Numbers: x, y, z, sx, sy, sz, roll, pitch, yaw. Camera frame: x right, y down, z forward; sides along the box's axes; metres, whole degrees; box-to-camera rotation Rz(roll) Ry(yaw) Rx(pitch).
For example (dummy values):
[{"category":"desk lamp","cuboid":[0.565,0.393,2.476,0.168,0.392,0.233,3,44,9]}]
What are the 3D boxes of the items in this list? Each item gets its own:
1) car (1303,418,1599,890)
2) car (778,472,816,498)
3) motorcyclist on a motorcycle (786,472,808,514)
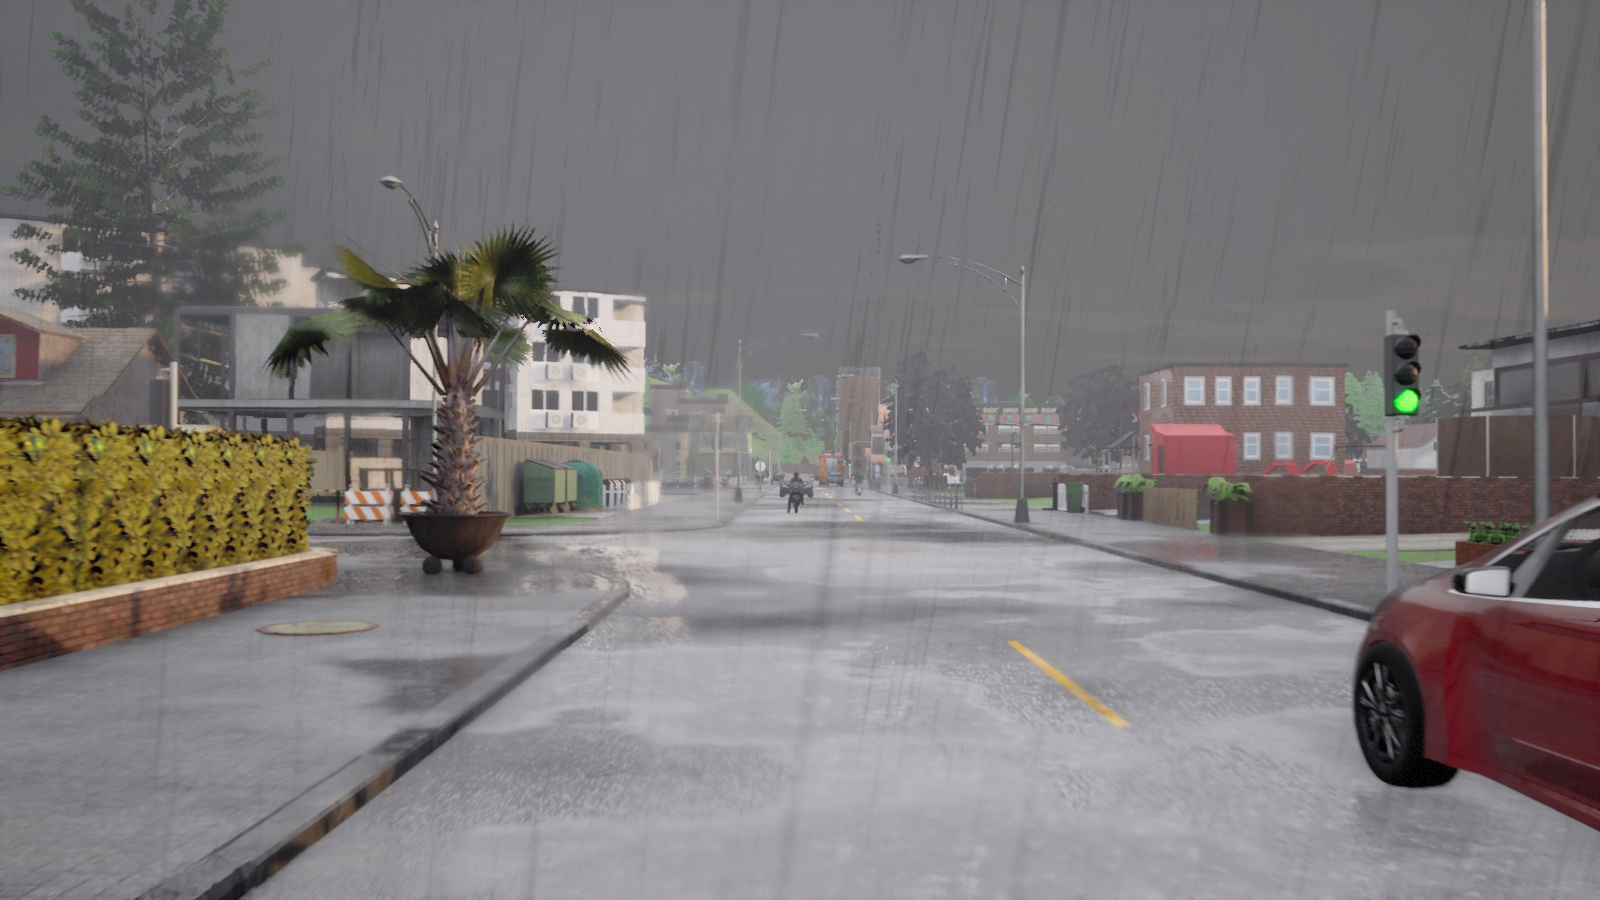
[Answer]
[{"category":"car","cuboid":[3.954,0.724,4.849,2.242,1.667,4.611,0,-1,1]},{"category":"car","cuboid":[-0.192,2.069,74.881,2.163,1.488,4.792,0,-1,0]},{"category":"motorcyclist on a motorcycle","cuboid":[-0.121,1.578,46.651,0.797,1.523,2.044,0,-1,0]}]
